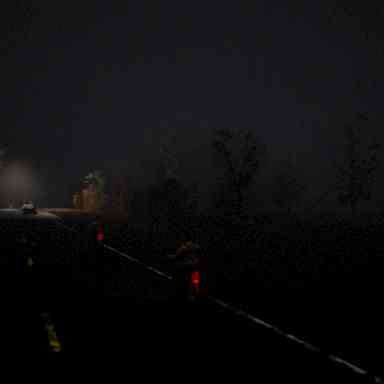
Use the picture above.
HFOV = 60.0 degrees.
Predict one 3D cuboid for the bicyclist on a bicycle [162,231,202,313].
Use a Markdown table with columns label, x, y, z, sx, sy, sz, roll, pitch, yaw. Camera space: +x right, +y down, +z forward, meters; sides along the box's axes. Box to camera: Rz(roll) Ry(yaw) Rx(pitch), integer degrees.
| label | x | y | z | sx | sy | sz | roll | pitch | yaw |
| --- | --- | --- | --- | --- | --- | --- | --- | --- | --- |
| bicyclist on a bicycle | -0.156 | 1.647 | 7.199 | 0.866 | 1.612 | 1.509 | 1 | -2 | -28 |

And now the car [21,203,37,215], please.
| label | x | y | z | sx | sy | sz | roll | pitch | yaw |
| --- | --- | --- | --- | --- | --- | --- | --- | --- | --- |
| car | -24.807 | 2.788 | 50.861 | 1.895 | 1.301 | 4.718 | 1 | -2 | -28 |

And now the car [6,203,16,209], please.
| label | x | y | z | sx | sy | sz | roll | pitch | yaw |
| --- | --- | --- | --- | --- | --- | --- | --- | --- | --- |
| car | -43.011 | 3.279 | 79.092 | 2.128 | 1.511 | 4.902 | 1 | -2 | -25 |

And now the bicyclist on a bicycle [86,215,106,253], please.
| label | x | y | z | sx | sy | sz | roll | pitch | yaw |
| --- | --- | --- | --- | --- | --- | --- | --- | --- | --- |
| bicyclist on a bicycle | -4.188 | 1.823 | 14.714 | 0.866 | 1.612 | 1.509 | 1 | -2 | -29 |

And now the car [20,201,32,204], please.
| label | x | y | z | sx | sy | sz | roll | pitch | yaw |
| --- | --- | --- | --- | --- | --- | --- | --- | --- | --- |
| car | -32.970 | 2.745 | 66.394 | 2.150 | 2.045 | 5.566 | 1 | -2 | -27 |
